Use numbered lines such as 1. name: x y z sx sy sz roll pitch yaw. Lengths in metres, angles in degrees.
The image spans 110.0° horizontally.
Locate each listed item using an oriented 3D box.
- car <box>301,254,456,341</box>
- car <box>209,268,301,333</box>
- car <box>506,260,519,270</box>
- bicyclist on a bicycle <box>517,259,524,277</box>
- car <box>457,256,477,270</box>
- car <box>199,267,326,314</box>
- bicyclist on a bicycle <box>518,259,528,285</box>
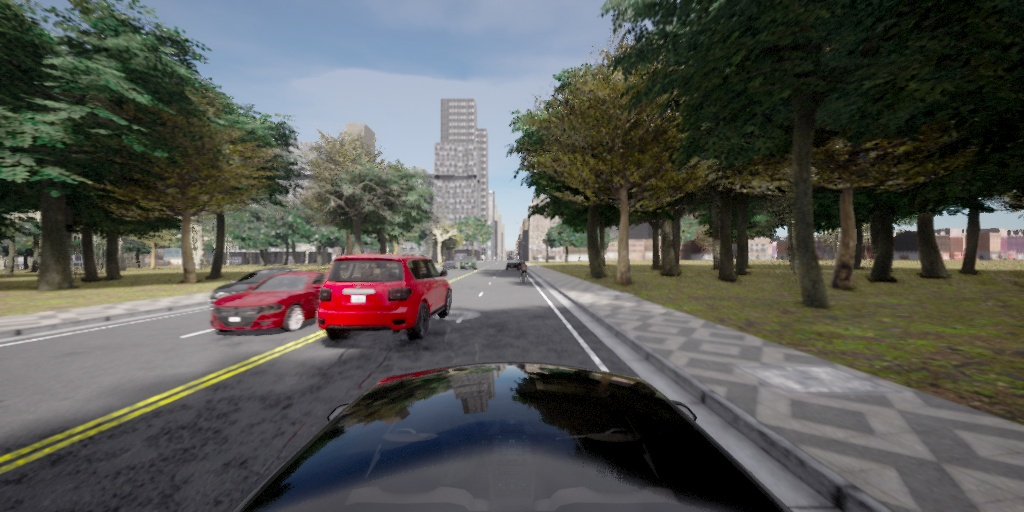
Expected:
1. car: -3.153 0.975 10.039 2.150 2.045 5.566 0 0 0
2. car: -6.591 1.232 11.005 1.882 1.535 5.008 0 0 0
3. car: 0.068 1.345 56.221 1.882 1.535 5.008 0 0 0
4. bicyclist on a bicycle: 0.883 1.175 36.062 0.659 1.776 1.843 0 0 0
5. car: -6.570 1.080 54.718 2.150 2.045 5.566 0 0 1
6. car: -9.853 1.264 14.772 1.837 1.490 4.892 0 0 0
7. bicyclist on a bicycle: 0.886 1.233 25.824 0.582 1.620 1.656 0 0 0
